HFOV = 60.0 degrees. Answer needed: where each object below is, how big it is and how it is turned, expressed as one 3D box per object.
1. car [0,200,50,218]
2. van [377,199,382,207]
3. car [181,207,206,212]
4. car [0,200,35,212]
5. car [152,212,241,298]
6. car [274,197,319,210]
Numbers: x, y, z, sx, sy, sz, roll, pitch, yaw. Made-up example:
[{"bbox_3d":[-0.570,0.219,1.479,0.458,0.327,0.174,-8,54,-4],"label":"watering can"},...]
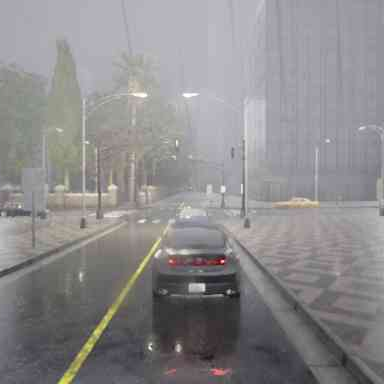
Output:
[{"bbox_3d":[-14.959,1.588,29.509,4.403,1.369,2.008,0,1,0],"label":"car"},{"bbox_3d":[23.302,0.982,37.839,3.998,1.788,1.690,-1,1,0],"label":"van"},{"bbox_3d":[0.075,1.526,18.223,2.033,1.411,5.357,0,0,1],"label":"car"},{"bbox_3d":[-20.452,1.583,38.063,4.206,1.307,1.802,0,1,0],"label":"car"},{"bbox_3d":[0.093,1.499,8.492,1.837,1.490,4.892,0,0,0],"label":"car"},{"bbox_3d":[11.894,1.288,37.900,4.829,1.417,1.752,-1,1,0],"label":"car"}]
